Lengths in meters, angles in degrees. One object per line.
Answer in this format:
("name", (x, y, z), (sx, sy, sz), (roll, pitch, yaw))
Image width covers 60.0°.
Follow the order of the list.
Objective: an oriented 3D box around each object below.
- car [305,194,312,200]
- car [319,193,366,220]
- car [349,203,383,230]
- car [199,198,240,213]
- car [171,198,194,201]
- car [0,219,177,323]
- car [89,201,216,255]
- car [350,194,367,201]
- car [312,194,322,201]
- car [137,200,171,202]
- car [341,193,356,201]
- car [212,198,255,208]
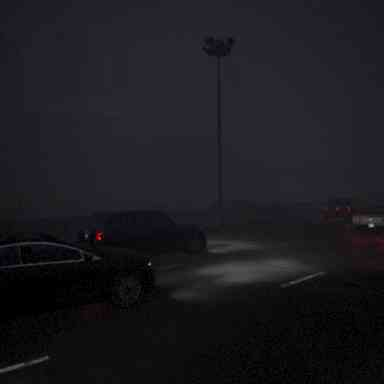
("car", (27.195, 1.163, 75.452), (2.128, 1.511, 4.902), (-1, 0, 41))
("car", (11.875, 1.201, 25.551), (2.097, 1.767, 4.553), (-1, 0, 41))
("car", (10.934, 1.464, 19.170), (1.895, 1.301, 4.718), (-1, 0, 42))
("car", (3.158, 1.442, 37.093), (2.128, 1.511, 4.902), (-1, 0, 41))
("car", (-1.669, 1.501, 42.205), (2.128, 1.511, 4.902), (-1, 0, 41))
("car", (-2.971, 1.529, 6.221), (4.902, 1.511, 2.128), (-1, 0, -37))
("car", (-1.634, 1.371, 11.726), (4.553, 1.767, 2.097), (-1, 0, -39))
("car", (33.386, 1.167, 66.558), (1.895, 1.301, 4.718), (-1, 0, 41))
("car", (28.110, 1.160, 71.159), (2.128, 1.511, 4.902), (-1, 0, 41))
("car", (-4.761, 1.554, 33.302), (1.837, 1.490, 4.892), (-1, 0, 41))
("car", (34.393, 1.050, 73.076), (1.837, 1.490, 4.892), (-1, 0, 41))
("car", (4.467, 1.429, 33.251), (2.128, 1.511, 4.902), (-1, 0, 41))
